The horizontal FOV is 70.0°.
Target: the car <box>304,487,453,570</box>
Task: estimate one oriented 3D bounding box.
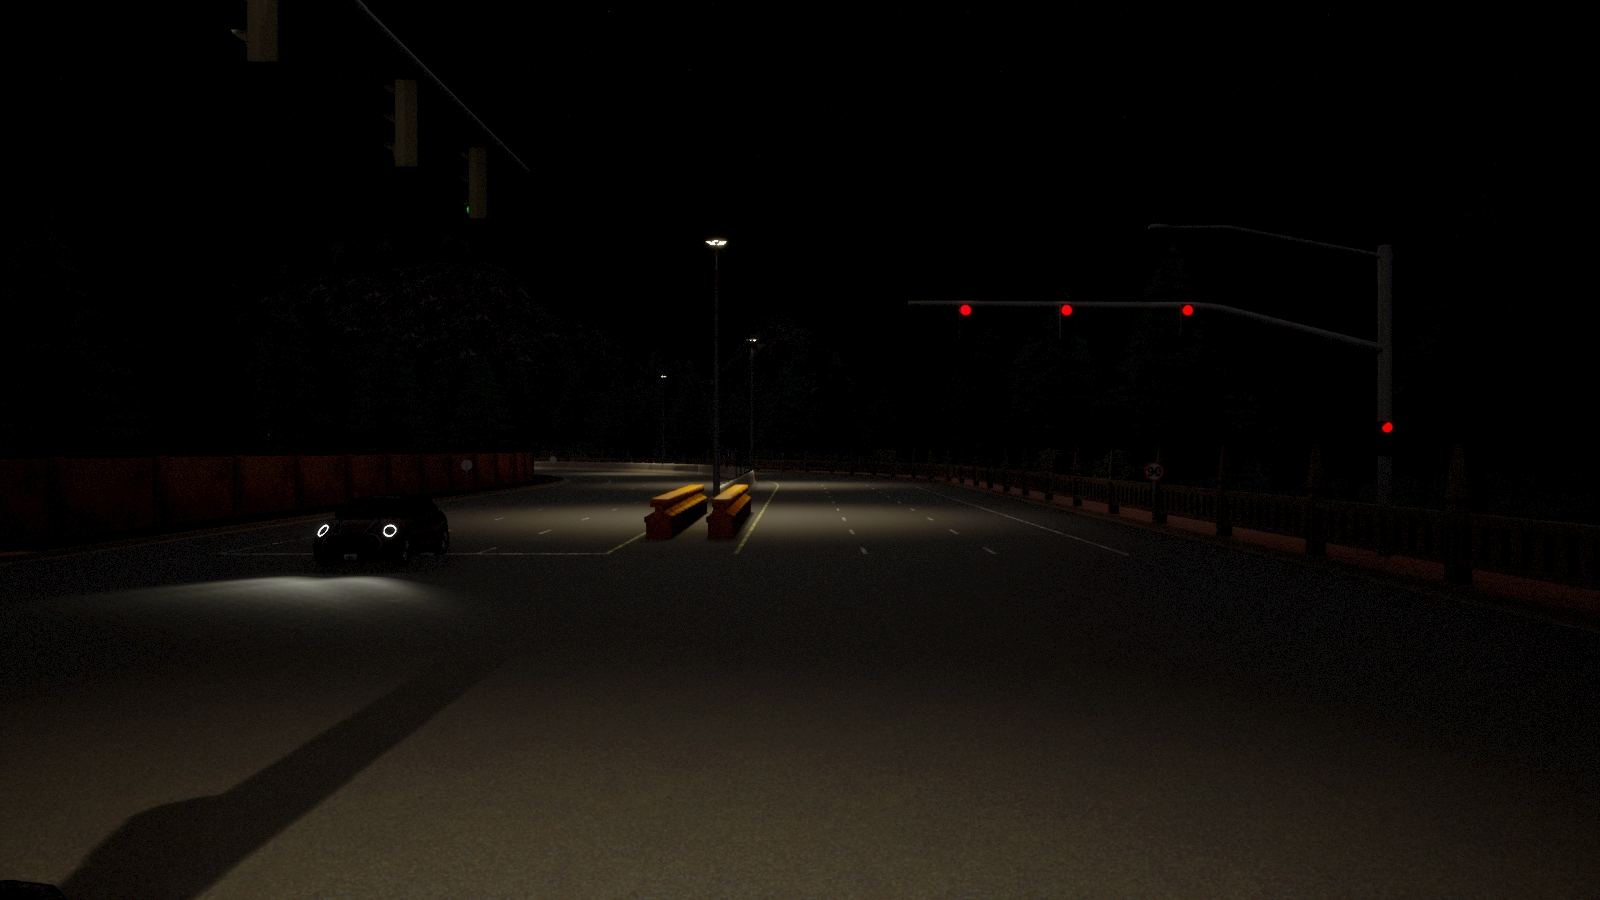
[{"bbox_3d":[-10.504,1.906,28.861,2.097,1.767,4.553,0,0,0],"label":"car"}]
